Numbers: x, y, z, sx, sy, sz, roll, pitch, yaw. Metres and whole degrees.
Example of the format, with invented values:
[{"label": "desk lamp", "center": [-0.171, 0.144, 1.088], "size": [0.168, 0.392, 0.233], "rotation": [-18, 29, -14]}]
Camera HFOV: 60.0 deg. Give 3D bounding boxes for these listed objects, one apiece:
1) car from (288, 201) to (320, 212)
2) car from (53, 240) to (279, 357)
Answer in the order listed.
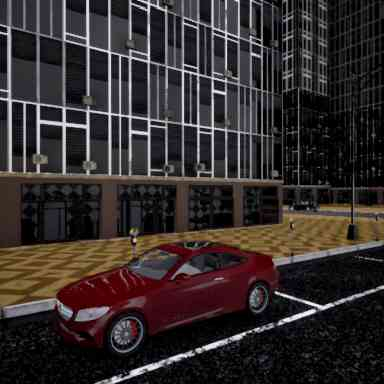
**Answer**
[{"label": "car", "center": [15.182, 1.897, 45.290], "size": [2.008, 1.369, 4.403], "rotation": [-1, 0, -36]}, {"label": "car", "center": [-0.209, 1.582, 5.951], "size": [4.206, 1.307, 1.802], "rotation": [0, 0, -35]}]
